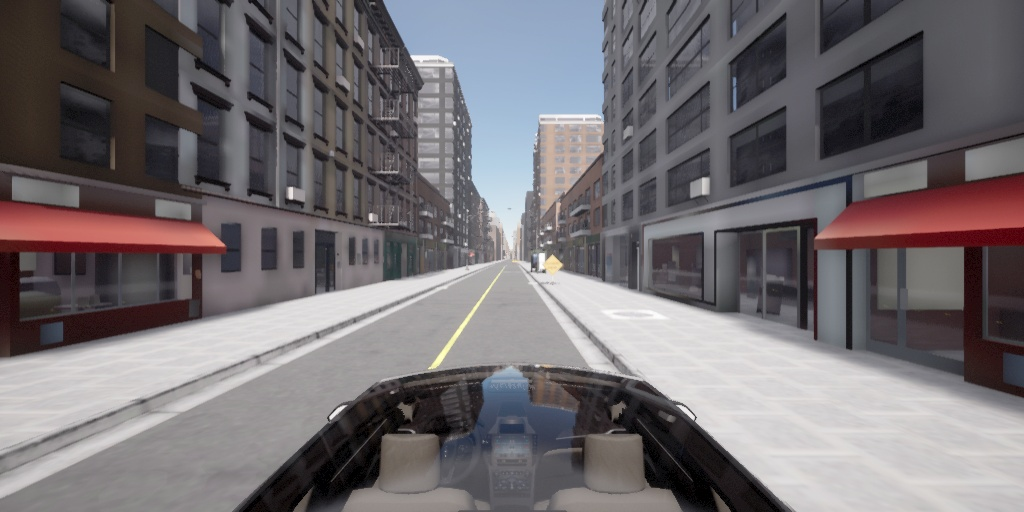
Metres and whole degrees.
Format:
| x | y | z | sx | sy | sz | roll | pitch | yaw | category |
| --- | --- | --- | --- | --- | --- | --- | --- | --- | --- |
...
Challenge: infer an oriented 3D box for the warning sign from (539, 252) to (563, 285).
| x | y | z | sx | sy | sz | roll | pitch | yaw | category |
| --- | --- | --- | --- | --- | --- | --- | --- | --- | --- |
| 2.518 | 0.850 | 22.267 | 1.300 | 1.860 | 1.060 | 0 | 0 | 0 | warning sign |
